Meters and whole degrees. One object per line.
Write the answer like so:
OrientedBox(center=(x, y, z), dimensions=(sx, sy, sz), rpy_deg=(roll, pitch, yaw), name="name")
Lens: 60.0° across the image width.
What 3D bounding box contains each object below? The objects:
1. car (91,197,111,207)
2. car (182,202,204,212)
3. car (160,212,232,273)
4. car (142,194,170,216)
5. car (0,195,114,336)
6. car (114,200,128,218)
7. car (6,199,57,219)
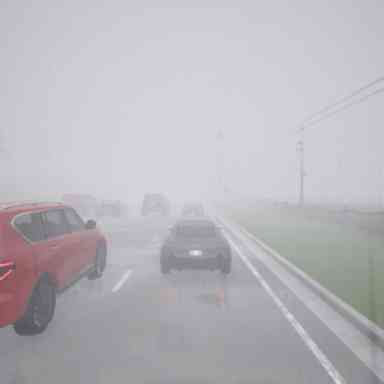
OrientedBox(center=(-13.898, 1.466, 51.107), dimensions=(1.994, 1.385, 4.181), rpy_deg=(0, 0, 0), name="car")
OrientedBox(center=(0.099, 1.542, 30.960), dimensions=(1.895, 1.301, 4.718), rpy_deg=(0, 0, 0), name="car")
OrientedBox(center=(0.101, 1.544, 10.610), dimensions=(1.994, 1.385, 4.181), rpy_deg=(0, 0, 0), name="car")
OrientedBox(center=(-3.399, 1.162, 31.584), dimensions=(2.150, 2.045, 5.566), rpy_deg=(0, 0, 0), name="car")
OrientedBox(center=(-3.400, 1.210, 6.799), dimensions=(2.150, 2.045, 5.566), rpy_deg=(0, 0, 0), name="car")
OrientedBox(center=(-6.899, 1.436, 29.065), dimensions=(2.128, 1.511, 4.902), rpy_deg=(0, 0, 0), name="car")
OrientedBox(center=(-13.899, 1.436, 29.200), dimensions=(2.128, 1.511, 4.902), rpy_deg=(0, 0, 0), name="car")
